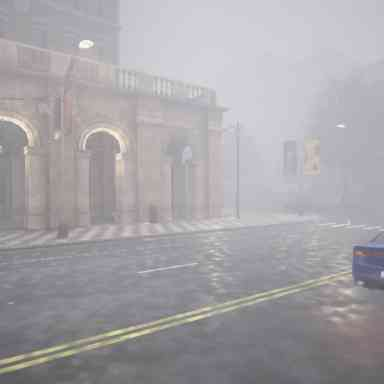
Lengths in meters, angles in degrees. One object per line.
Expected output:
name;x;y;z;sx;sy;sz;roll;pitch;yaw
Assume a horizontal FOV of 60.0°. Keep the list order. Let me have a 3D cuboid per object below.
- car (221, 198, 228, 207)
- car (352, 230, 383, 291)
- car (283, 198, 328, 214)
car;2.883;1.218;49.653;2.150;2.045;5.566;0;0;-36
car;5.803;1.478;7.996;5.008;1.535;1.882;0;0;-37
car;12.286;1.477;36.203;1.882;1.535;5.008;0;0;-33
